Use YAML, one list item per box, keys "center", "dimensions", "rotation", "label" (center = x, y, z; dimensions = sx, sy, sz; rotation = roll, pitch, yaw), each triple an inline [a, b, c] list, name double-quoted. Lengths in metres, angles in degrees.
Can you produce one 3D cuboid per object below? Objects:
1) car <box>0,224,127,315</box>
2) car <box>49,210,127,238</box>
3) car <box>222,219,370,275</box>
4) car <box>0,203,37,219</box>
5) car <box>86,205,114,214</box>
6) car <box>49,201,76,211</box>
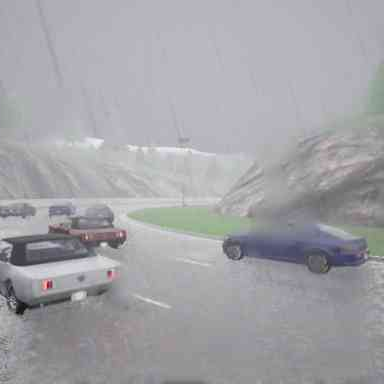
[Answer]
- center: [-3.643, 1.641, 7.760]
  dimensions: [1.895, 1.301, 4.718]
  rotation: [1, -1, -44]
  label: "car"
- center: [-4.652, 1.682, 14.252]
  dimensions: [1.895, 1.301, 4.718]
  rotation: [1, 0, -37]
  label: "car"
- center: [3.165, 1.621, 10.847]
  dimensions: [4.674, 1.442, 1.812]
  rotation: [0, 0, 42]
  label: "car"
- center: [-16.012, 1.691, 30.981]
  dimensions: [2.033, 1.411, 5.357]
  rotation: [0, 0, -12]
  label: "car"
- center: [-7.456, 1.720, 26.753]
  dimensions: [1.994, 1.385, 4.181]
  rotation: [0, 0, -21]
  label: "car"
- center: [-12.763, 1.652, 32.977]
  dimensions: [1.882, 1.535, 5.008]
  rotation: [0, 0, -11]
  label: "car"
